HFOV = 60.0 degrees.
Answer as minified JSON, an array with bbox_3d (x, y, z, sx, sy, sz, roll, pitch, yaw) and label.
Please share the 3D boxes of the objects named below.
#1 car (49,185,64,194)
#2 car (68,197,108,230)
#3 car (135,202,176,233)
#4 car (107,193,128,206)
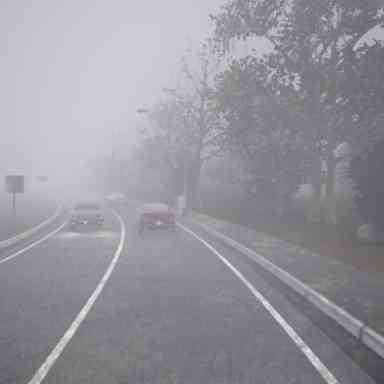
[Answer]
[{"bbox_3d":[-23.401,-0.439,57.442,2.033,1.411,5.357,2,2,-31],"label":"car"},{"bbox_3d":[-6.138,1.289,19.755,1.837,1.490,4.892,1,1,-14],"label":"car"},{"bbox_3d":[-2.115,1.321,18.691,1.882,1.535,5.008,1,1,-11],"label":"car"},{"bbox_3d":[-8.771,0.785,38.724,1.812,1.442,4.674,1,2,-24],"label":"car"}]
